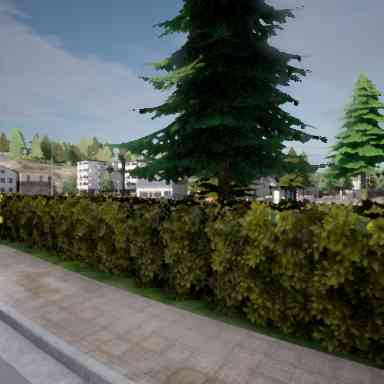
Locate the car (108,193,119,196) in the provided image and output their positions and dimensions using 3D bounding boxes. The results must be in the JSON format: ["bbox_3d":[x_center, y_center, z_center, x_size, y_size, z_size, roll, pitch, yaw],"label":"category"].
[{"bbox_3d":[-15.227,1.097,70.296,4.605,1.855,1.932,0,0,-45],"label":"car"}]

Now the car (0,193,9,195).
[{"bbox_3d":[-23.116,1.330,40.896,5.027,1.636,2.152,0,0,-45],"label":"car"}]

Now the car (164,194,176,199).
[{"bbox_3d":[-2.220,1.221,37.411,5.566,2.045,2.150,0,0,-45],"label":"car"}]

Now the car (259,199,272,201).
[{"bbox_3d":[9.911,1.478,44.328,1.882,1.535,5.008,0,0,45],"label":"car"}]

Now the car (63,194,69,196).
[{"bbox_3d":[-31.244,1.232,85.565,3.806,1.475,1.970,0,0,-45],"label":"car"}]

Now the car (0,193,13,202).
[{"bbox_3d":[-41.124,1.097,71.276,4.605,1.855,1.932,0,0,-45],"label":"car"}]

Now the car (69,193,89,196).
[{"bbox_3d":[-26.518,1.153,81.212,5.027,1.636,2.152,0,0,-45],"label":"car"}]

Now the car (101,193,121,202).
[{"bbox_3d":[-17.556,1.077,72.081,3.866,1.878,1.905,0,0,-45],"label":"car"}]

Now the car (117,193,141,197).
[{"bbox_3d":[-9.691,1.384,53.866,3.806,1.475,1.970,0,0,-45],"label":"car"}]
